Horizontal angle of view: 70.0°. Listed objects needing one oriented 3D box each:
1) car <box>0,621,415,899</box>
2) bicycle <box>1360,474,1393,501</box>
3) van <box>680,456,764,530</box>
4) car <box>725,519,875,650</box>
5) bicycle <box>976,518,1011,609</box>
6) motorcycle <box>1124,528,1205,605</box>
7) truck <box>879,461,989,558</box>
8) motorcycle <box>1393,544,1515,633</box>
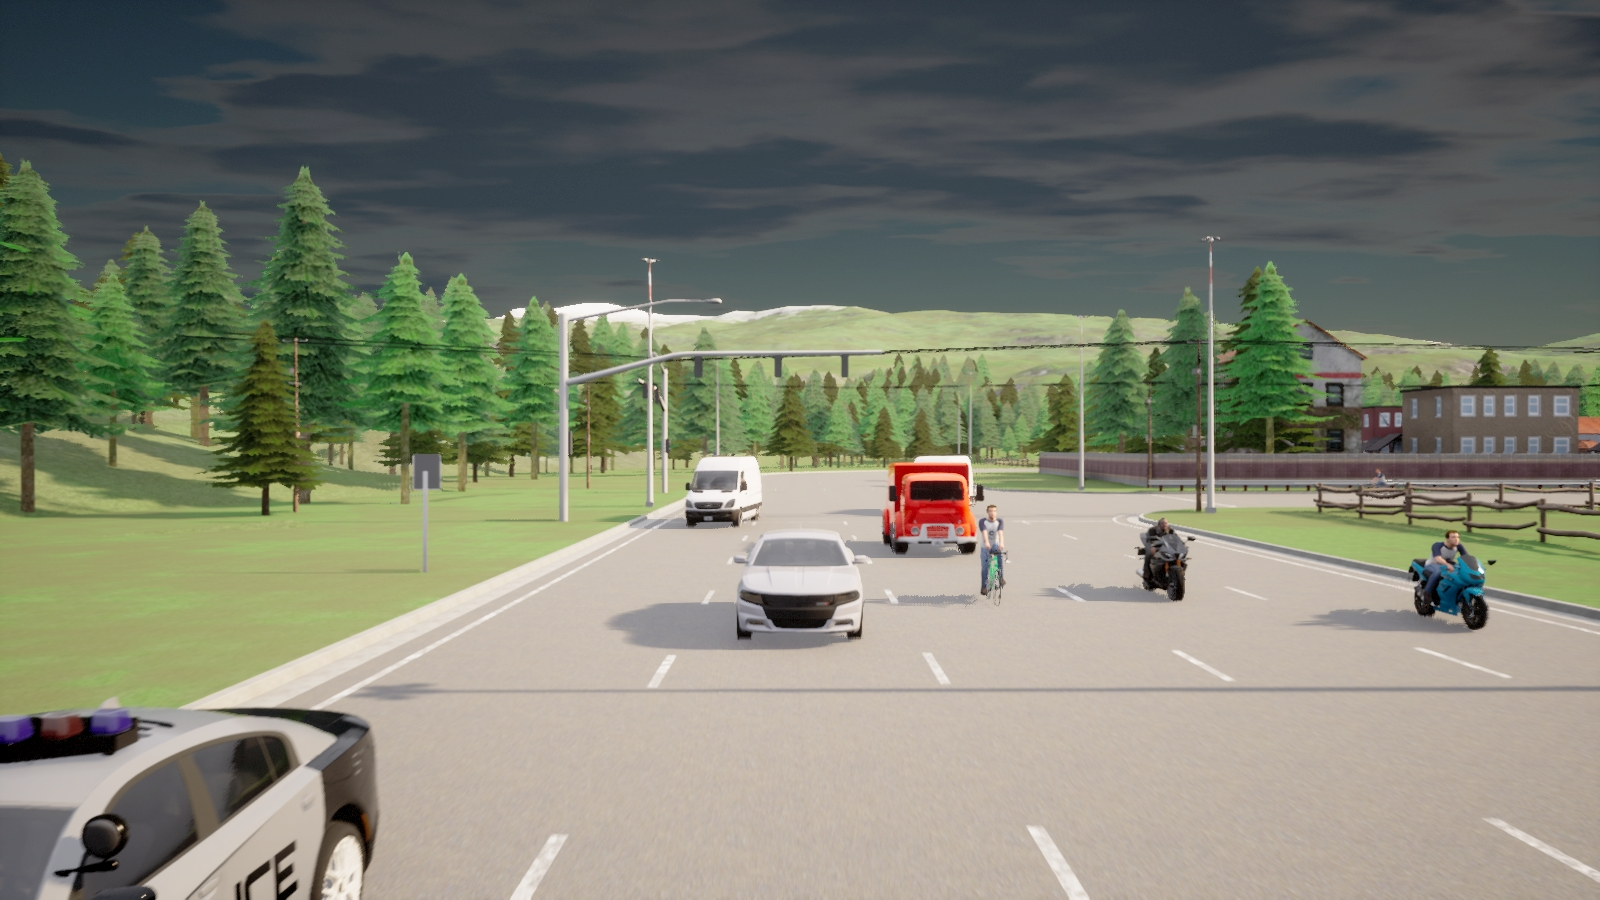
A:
[{"bbox_3d":[-3.610,1.984,4.977,2.097,1.638,5.238,0,1,0],"label":"car"},{"bbox_3d":[31.990,2.077,63.377,1.643,1.496,0.373,0,0,0],"label":"bicycle"},{"bbox_3d":[-2.844,1.549,43.316,1.988,2.561,5.915,-1,0,8],"label":"van"},{"bbox_3d":[0.010,2.041,18.524,2.097,1.535,5.006,0,0,0],"label":"car"},{"bbox_3d":[3.547,2.063,21.027,0.373,1.496,1.643,0,0,0],"label":"bicycle"},{"bbox_3d":[7.001,2.213,22.055,0.867,1.251,2.209,0,0,0],"label":"motorcycle"},{"bbox_3d":[3.655,1.581,32.253,2.627,2.467,5.204,0,0,2],"label":"truck"},{"bbox_3d":[10.515,2.193,18.461,0.803,1.199,2.033,0,0,0],"label":"motorcycle"}]
